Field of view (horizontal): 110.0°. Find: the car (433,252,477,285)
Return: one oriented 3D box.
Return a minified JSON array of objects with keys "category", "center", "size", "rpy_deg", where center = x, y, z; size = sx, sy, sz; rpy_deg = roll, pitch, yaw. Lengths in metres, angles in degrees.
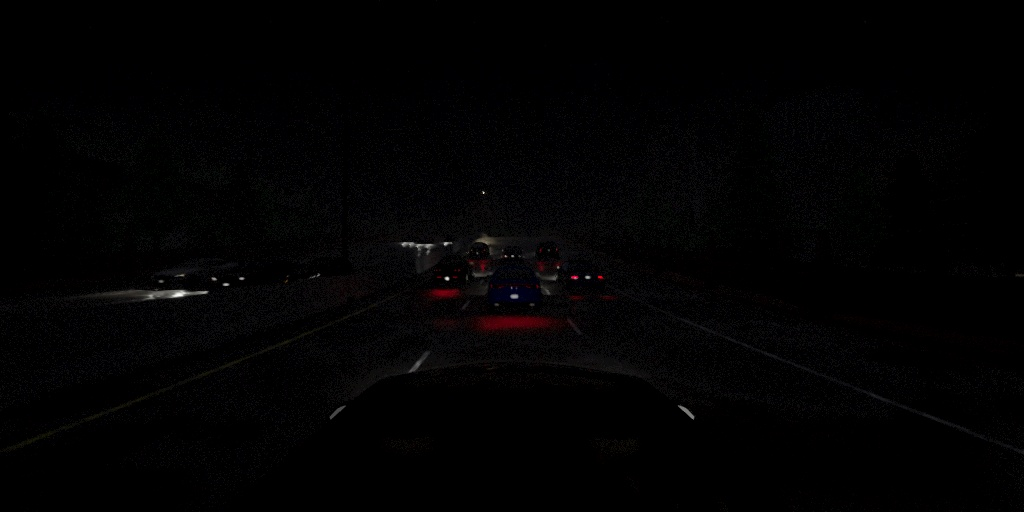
[{"category":"car","center":[-3.424,0.776,21.311],"size":[1.837,1.490,4.892],"rpy_deg":[0,4,0]}]

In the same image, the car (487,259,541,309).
[{"category":"car","center":[0.082,1.091,14.271],"size":[1.882,1.535,5.008],"rpy_deg":[0,2,0]}]

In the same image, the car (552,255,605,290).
[{"category":"car","center":[3.580,0.926,19.468],"size":[2.033,1.411,5.357],"rpy_deg":[0,3,0]}]

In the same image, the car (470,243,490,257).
[{"category":"car","center":[-3.442,-0.704,38.081],"size":[1.812,1.442,4.674],"rpy_deg":[0,6,0]}]

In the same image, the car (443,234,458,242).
[{"category":"car","center":[-10.592,-3.161,62.545],"size":[2.033,1.411,5.357],"rpy_deg":[0,6,1]}]

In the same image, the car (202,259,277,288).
[{"category":"car","center":[-14.121,0.879,20.335],"size":[2.033,1.411,5.357],"rpy_deg":[0,3,0]}]

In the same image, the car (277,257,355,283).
[{"category":"car","center":[-10.620,0.842,20.267],"size":[1.837,1.490,4.892],"rpy_deg":[0,3,0]}]

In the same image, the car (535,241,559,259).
[{"category":"car","center":[3.559,-0.736,36.674],"size":[2.097,1.767,4.553],"rpy_deg":[0,6,0]}]

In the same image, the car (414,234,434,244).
[{"category":"car","center":[-14.118,-2.800,58.771],"size":[1.812,1.442,4.674],"rpy_deg":[0,6,0]}]

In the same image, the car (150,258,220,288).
[{"category":"car","center":[-17.620,0.859,20.314],"size":[1.812,1.442,4.674],"rpy_deg":[0,3,0]}]

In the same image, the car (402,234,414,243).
[{"category":"car","center":[-17.587,-3.151,62.447],"size":[2.033,1.411,5.357],"rpy_deg":[0,6,0]}]

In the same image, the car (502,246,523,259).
[{"category":"car","center":[0.064,-0.192,33.269],"size":[2.033,1.411,5.357],"rpy_deg":[0,6,0]}]
